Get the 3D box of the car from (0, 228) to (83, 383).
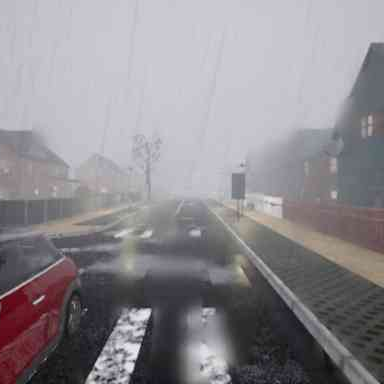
[{"bbox_3d":[-2.750,1.308,3.282,2.097,1.767,4.553,0,1,0],"label":"car"}]
